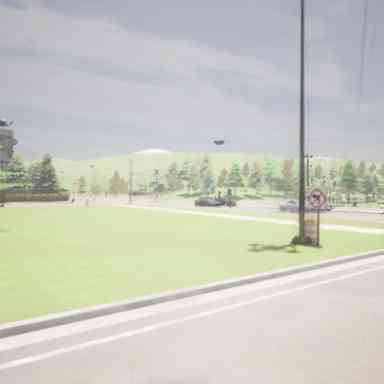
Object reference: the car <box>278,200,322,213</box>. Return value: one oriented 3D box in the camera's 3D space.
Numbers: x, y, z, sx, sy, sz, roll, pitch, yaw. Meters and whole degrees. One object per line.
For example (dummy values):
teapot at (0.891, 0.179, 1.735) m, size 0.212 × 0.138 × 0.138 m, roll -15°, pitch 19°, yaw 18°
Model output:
car at (12.168, 1.662, 38.497) m, size 1.812 × 1.442 × 4.674 m, roll 0°, pitch 0°, yaw -35°

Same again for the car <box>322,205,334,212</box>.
car at (14.853, 1.750, 40.739) m, size 1.895 × 1.301 × 4.718 m, roll 0°, pitch 0°, yaw -35°

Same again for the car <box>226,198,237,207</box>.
car at (5.353, 1.652, 54.525) m, size 1.837 × 1.490 × 4.892 m, roll 0°, pitch 0°, yaw -35°

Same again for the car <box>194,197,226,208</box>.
car at (2.482, 1.715, 52.522) m, size 2.033 × 1.411 × 5.357 m, roll 0°, pitch 0°, yaw -35°
